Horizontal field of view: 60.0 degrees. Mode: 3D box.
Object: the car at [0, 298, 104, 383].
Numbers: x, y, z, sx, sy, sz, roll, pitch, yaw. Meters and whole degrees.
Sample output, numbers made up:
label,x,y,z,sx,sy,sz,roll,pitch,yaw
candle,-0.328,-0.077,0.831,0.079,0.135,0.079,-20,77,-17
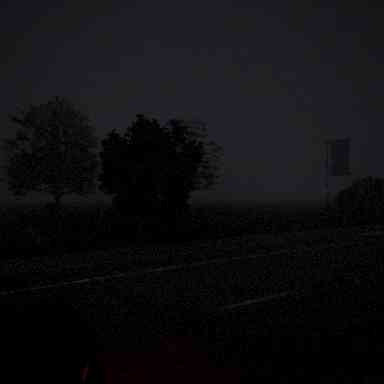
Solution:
label,x,y,z,sx,sy,sz,roll,pitch,yaw
car,-3.026,1.474,1.750,5.008,1.535,1.882,0,0,-35
